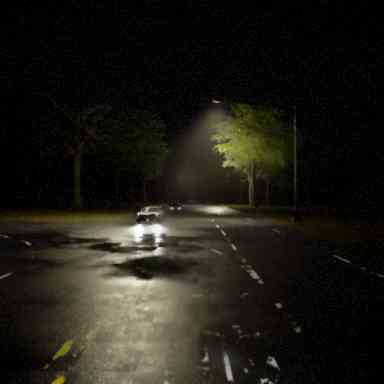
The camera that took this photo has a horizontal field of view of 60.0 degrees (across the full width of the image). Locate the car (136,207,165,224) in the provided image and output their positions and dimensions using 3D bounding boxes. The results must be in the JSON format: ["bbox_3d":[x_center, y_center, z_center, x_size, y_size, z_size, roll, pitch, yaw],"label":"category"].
[{"bbox_3d":[-3.373,1.881,27.525,1.895,1.301,4.718,0,-1,0],"label":"car"}]

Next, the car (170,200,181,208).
[{"bbox_3d":[-3.289,2.305,66.548,1.882,1.535,5.008,0,0,0],"label":"car"}]
